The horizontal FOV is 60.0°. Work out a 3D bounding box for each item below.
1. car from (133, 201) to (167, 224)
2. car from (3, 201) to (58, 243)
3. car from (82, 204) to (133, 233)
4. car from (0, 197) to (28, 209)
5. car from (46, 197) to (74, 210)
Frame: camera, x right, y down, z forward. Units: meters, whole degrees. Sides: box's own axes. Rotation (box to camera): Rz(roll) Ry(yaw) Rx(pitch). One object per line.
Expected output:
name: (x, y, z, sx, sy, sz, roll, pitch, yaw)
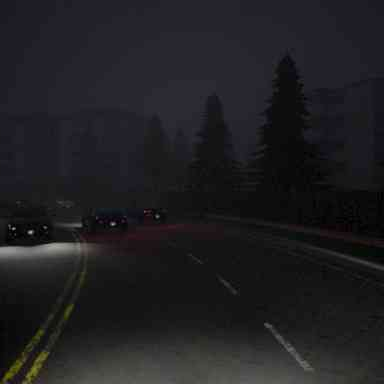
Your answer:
car: (-3.290, 1.329, 22.799, 1.812, 1.442, 4.674, 0, 1, -29)
car: (-7.634, 1.388, 15.742, 1.837, 1.490, 4.892, 0, 0, -26)
car: (-4.931, 1.373, 18.600, 1.812, 1.442, 4.674, 0, 0, -26)
car: (-18.980, 1.239, 35.123, 4.902, 1.511, 2.128, 0, 0, 37)
car: (-14.677, 1.249, 36.188, 4.674, 1.442, 1.812, 0, 0, 40)
